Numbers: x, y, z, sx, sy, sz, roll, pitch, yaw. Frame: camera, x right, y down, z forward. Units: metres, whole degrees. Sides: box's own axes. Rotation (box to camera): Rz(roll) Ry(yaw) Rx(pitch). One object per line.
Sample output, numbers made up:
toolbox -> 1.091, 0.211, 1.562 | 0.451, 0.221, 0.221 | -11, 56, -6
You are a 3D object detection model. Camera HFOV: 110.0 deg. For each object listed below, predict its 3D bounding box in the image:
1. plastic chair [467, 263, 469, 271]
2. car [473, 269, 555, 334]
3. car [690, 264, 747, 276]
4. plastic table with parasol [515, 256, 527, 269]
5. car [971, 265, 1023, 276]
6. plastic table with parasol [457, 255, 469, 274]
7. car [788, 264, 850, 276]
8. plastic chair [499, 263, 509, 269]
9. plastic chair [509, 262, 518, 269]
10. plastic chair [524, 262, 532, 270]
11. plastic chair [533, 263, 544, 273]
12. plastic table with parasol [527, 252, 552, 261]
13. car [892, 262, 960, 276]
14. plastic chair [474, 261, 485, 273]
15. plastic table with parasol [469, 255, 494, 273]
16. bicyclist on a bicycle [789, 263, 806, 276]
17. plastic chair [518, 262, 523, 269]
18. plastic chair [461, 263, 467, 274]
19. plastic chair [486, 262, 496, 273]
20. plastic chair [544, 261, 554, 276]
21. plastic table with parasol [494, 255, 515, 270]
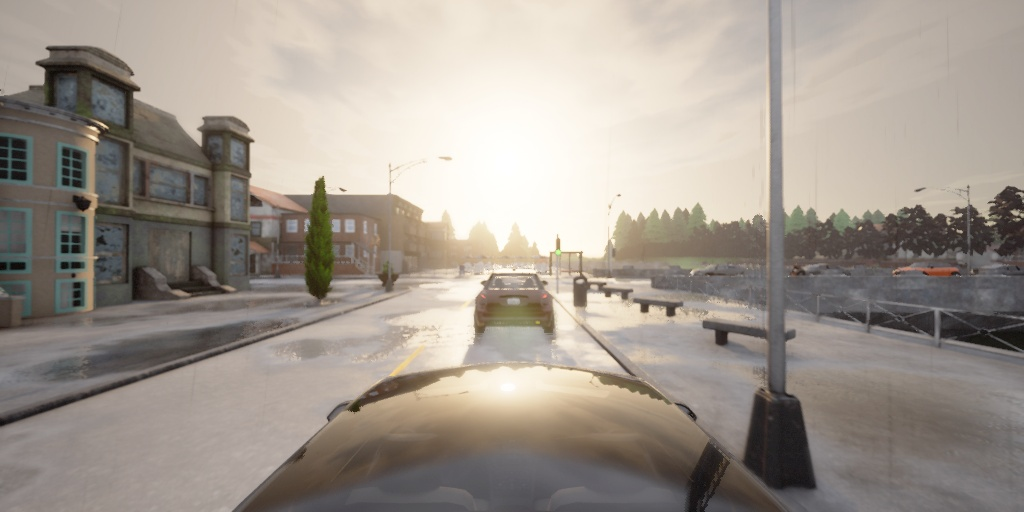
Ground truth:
plastic chair -> -5.484, 1.665, 49.254 | 0.730, 1.272, 0.750 | 0, 0, 0
car -> 0.069, 1.177, 11.095 | 2.097, 1.767, 4.553 | 0, -1, 1
car -> 19.180, 1.499, 33.325 | 4.902, 1.511, 2.128 | 0, 0, 0
plastic table with parasol -> 1.259, 1.179, 63.753 | 2.482, 2.480, 2.482 | 0, 0, 0
car -> 40.415, 1.479, 29.182 | 4.892, 1.490, 1.837 | 0, 0, 0
plastic table with parasol -> -7.044, 1.114, 55.766 | 2.482, 2.480, 2.482 | 0, 0, 0
car -> 28.477, 1.513, 33.306 | 4.892, 1.490, 1.837 | 0, 0, 0
plastic chair -> -1.175, 1.712, 54.947 | 0.750, 1.272, 0.730 | 0, 0, 0
plastic chair -> 0.226, 1.721, 56.045 | 0.730, 1.272, 0.750 | 0, 0, 0
plastic chair -> 2.314, 1.659, 48.442 | 0.730, 1.272, 0.750 | 0, 0, 0
plastic chair -> 3.512, 1.648, 47.140 | 0.750, 1.272, 0.730 | 0, 0, 0
plastic table with parasol -> 3.654, 1.055, 48.409 | 2.482, 2.480, 2.482 | 0, 0, 0
car -> 38.291, 1.360, 33.278 | 4.553, 1.767, 2.097 | 0, 0, 0
plastic chair -> -4.287, 1.655, 47.952 | 0.750, 1.272, 0.730 | 0, 0, 0
plastic table with parasol -> -4.165, 1.061, 49.172 | 2.482, 2.480, 2.482 | 0, 0, 0
bicyclist on a bicycle -> 19.848, 1.288, 24.927 | 0.582, 1.620, 1.656 | 0, -1, 0
plastic chair -> 1.140, 1.774, 62.575 | 0.750, 1.272, 0.730 | 0, 0, -1
plastic chair -> -6.972, 1.708, 54.588 | 0.750, 1.272, 0.730 | 0, 0, -1
plastic chair -> -2.885, 1.664, 49.050 | 0.730, 1.272, 0.750 | 0, 0, 0
plastic chair -> 4.914, 1.657, 48.237 | 0.730, 1.272, 0.750 | 0, 0, 0
plastic table with parasol -> -1.123, 1.117, 56.147 | 2.482, 2.480, 2.482 | 0, 0, 0
